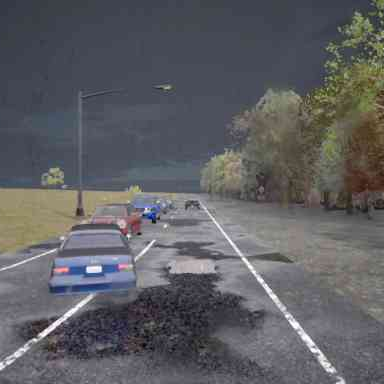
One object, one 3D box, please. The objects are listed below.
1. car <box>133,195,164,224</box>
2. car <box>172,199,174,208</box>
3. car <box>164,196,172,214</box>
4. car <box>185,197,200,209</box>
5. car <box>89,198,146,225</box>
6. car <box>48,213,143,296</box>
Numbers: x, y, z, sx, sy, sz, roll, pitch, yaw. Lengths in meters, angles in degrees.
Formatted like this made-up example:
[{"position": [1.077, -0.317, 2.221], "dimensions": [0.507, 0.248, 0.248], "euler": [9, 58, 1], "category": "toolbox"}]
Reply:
[{"position": [-3.614, 1.223, 25.300], "dimensions": [2.150, 2.045, 5.566], "euler": [0, 0, -1], "category": "car"}, {"position": [-3.610, 1.347, 45.312], "dimensions": [2.097, 1.767, 4.553], "euler": [0, 0, 0], "category": "car"}, {"position": [-3.608, 1.351, 35.305], "dimensions": [2.097, 1.767, 4.553], "euler": [0, 0, 0], "category": "car"}, {"position": [0.041, 1.500, 44.168], "dimensions": [1.837, 1.490, 4.892], "euler": [0, 0, 0], "category": "car"}, {"position": [-3.678, 1.353, 15.635], "dimensions": [2.097, 1.767, 4.553], "euler": [0, 0, 1], "category": "car"}, {"position": [-2.567, 1.549, 8.878], "dimensions": [2.033, 1.411, 5.357], "euler": [0, 0, -15], "category": "car"}]
